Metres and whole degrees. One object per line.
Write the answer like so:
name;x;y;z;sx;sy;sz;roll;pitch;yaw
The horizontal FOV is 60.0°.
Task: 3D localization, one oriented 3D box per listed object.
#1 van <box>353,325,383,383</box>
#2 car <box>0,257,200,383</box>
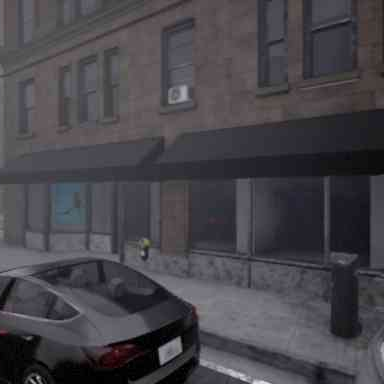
van;2.707;1.339;1.147;3.998;1.788;1.690;0;0;36
car;-1.900;1.570;4.434;4.313;1.339;1.947;0;0;36
